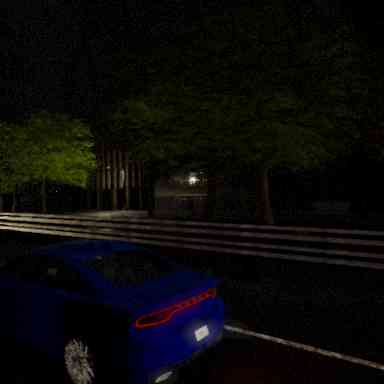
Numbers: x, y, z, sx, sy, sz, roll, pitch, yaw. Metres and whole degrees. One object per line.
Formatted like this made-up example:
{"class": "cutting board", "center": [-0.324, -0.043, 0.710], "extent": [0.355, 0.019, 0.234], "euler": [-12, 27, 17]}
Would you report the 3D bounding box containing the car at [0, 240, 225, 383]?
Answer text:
{"class": "car", "center": [-1.897, 1.529, 5.348], "extent": [5.008, 1.535, 1.882], "euler": [-1, 0, 36]}
